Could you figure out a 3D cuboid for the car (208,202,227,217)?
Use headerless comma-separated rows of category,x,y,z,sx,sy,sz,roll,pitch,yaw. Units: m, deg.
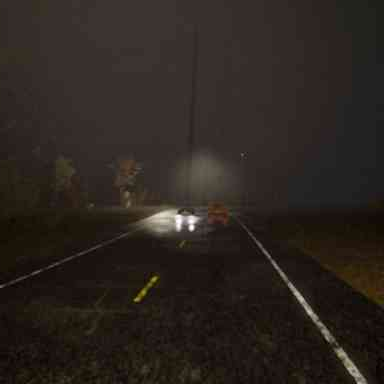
car,2.715,1.811,35.620,1.882,1.535,5.008,0,-1,3

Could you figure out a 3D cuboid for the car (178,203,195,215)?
car,-0.625,1.954,39.769,1.895,1.301,4.718,0,-1,3

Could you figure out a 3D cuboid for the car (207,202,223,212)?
car,3.118,2.043,45.786,1.895,1.301,4.718,0,-1,2
